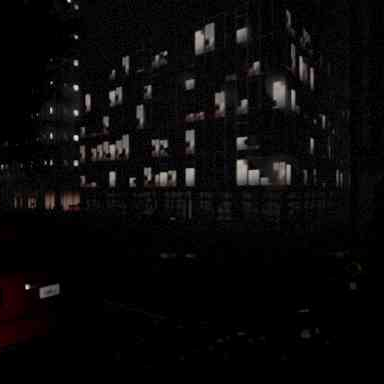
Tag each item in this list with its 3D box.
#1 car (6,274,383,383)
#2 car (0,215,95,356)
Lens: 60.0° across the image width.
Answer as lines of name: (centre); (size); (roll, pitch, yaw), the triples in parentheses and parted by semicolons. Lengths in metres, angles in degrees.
car: (0.783, 1.566, 2.319); (4.313, 1.339, 1.947); (0, 0, 36)
car: (-3.713, 1.315, 5.528); (5.009, 1.841, 2.192); (0, 0, 36)
